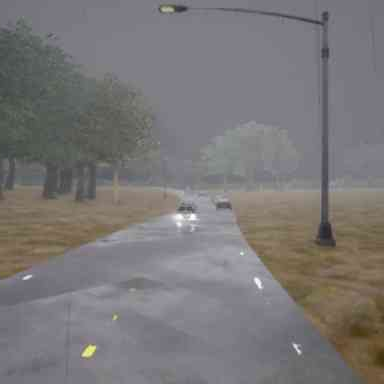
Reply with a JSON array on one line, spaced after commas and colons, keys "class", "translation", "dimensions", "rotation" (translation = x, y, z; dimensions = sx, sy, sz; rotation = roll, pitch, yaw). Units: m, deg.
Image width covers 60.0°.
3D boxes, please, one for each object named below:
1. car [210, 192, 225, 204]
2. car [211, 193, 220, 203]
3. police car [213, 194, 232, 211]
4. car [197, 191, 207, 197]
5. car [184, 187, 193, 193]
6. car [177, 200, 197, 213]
[{"class": "car", "translation": [4.399, 1.017, 58.109], "dimensions": [2.097, 1.767, 4.553], "rotation": [-1, 1, -1]}, {"class": "car", "translation": [4.378, 1.288, 52.254], "dimensions": [1.801, 1.575, 5.366], "rotation": [-2, 2, 1]}, {"class": "police car", "translation": [3.981, 1.430, 42.078], "dimensions": [1.930, 1.638, 5.238], "rotation": [0, 1, 4]}, {"class": "car", "translation": [2.332, 0.377, 77.278], "dimensions": [1.812, 1.442, 4.674], "rotation": [0, 2, -8]}, {"class": "car", "translation": [-0.767, 0.239, 77.973], "dimensions": [1.994, 1.385, 4.181], "rotation": [0, 2, -6]}, {"class": "car", "translation": [-0.487, 1.630, 37.135], "dimensions": [1.895, 1.301, 4.718], "rotation": [0, 0, 5]}]
